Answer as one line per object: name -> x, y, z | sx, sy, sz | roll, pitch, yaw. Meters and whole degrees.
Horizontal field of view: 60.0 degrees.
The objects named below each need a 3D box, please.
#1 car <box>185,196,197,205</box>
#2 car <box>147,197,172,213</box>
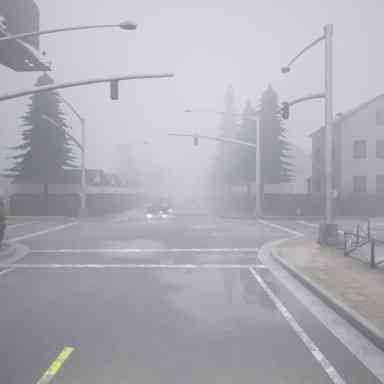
car -> -0.140, 1.491, 59.194 | 2.128, 1.511, 4.902 | 0, 0, 0
car -> -3.686, 1.352, 36.990 | 2.097, 1.767, 4.553 | 0, 0, 0
